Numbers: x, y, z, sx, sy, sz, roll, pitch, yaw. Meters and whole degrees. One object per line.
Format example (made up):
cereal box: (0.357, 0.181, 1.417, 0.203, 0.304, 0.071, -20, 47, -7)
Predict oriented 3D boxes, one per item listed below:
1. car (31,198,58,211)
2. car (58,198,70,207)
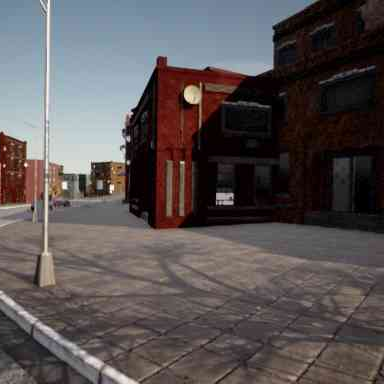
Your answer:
car: (-19.133, 1.671, 42.720, 1.994, 1.385, 4.181, 1, 0, -9)
car: (-20.990, 1.679, 53.659, 1.812, 1.442, 4.674, 1, 0, -9)
